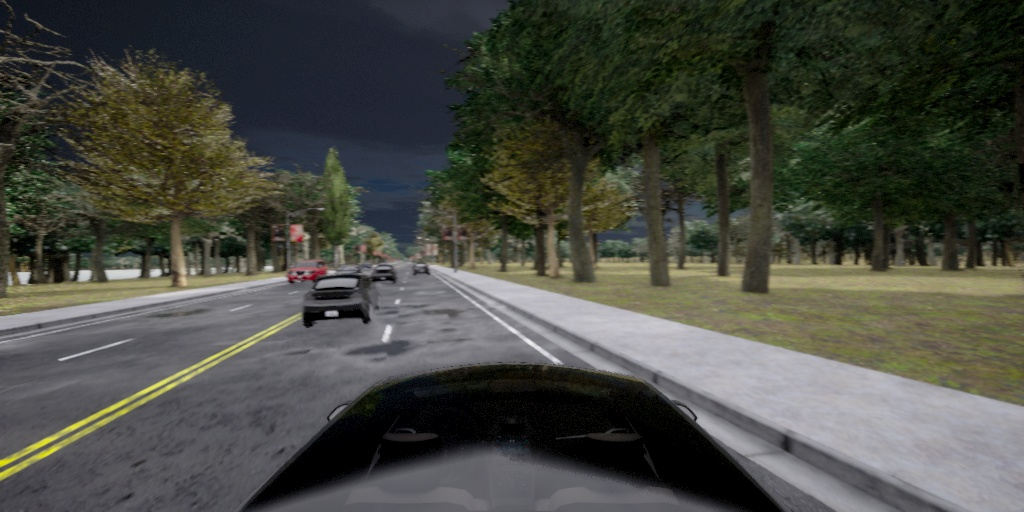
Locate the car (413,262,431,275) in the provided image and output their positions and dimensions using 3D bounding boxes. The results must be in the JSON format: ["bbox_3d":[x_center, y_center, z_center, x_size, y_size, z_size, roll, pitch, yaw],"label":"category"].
[{"bbox_3d":[-11.092,1.573,43.999,1.812,1.442,4.674,-1,0,-16],"label":"car"}]

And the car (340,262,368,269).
[{"bbox_3d":[-15.000,1.586,33.071,2.128,1.511,4.902,-1,0,-15],"label":"car"}]

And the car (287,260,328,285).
[{"bbox_3d":[-18.096,1.376,32.046,2.150,2.045,5.566,-1,0,-15],"label":"car"}]

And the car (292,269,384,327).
[{"bbox_3d":[-5.678,1.377,12.344,1.837,1.490,4.892,-1,0,-16],"label":"car"}]

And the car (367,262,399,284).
[{"bbox_3d":[-10.513,1.500,29.756,1.837,1.490,4.892,-1,0,-16],"label":"car"}]
